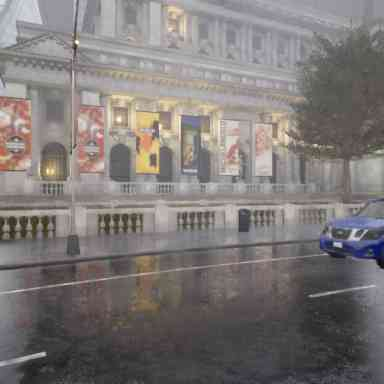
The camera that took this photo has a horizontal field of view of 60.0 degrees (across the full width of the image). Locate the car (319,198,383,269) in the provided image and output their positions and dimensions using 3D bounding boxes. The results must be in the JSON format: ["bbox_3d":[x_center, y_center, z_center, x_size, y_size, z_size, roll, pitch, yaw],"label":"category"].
[{"bbox_3d":[6.914,1.220,11.042,5.566,2.045,2.150,0,0,-23],"label":"car"}]
